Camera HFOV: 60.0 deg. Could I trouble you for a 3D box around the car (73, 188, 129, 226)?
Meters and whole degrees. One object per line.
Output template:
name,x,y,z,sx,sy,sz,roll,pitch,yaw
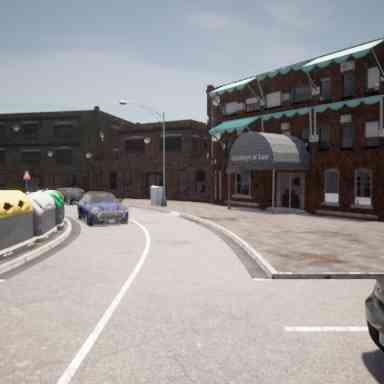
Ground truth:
car,-5.199,0.831,19.188,2.097,1.767,4.553,-2,4,-28

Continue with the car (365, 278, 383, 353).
car,4.641,1.456,3.799,4.892,1.521,2.231,0,1,0

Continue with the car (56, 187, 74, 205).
car,-11.611,0.333,30.488,4.902,1.511,2.128,0,3,31
